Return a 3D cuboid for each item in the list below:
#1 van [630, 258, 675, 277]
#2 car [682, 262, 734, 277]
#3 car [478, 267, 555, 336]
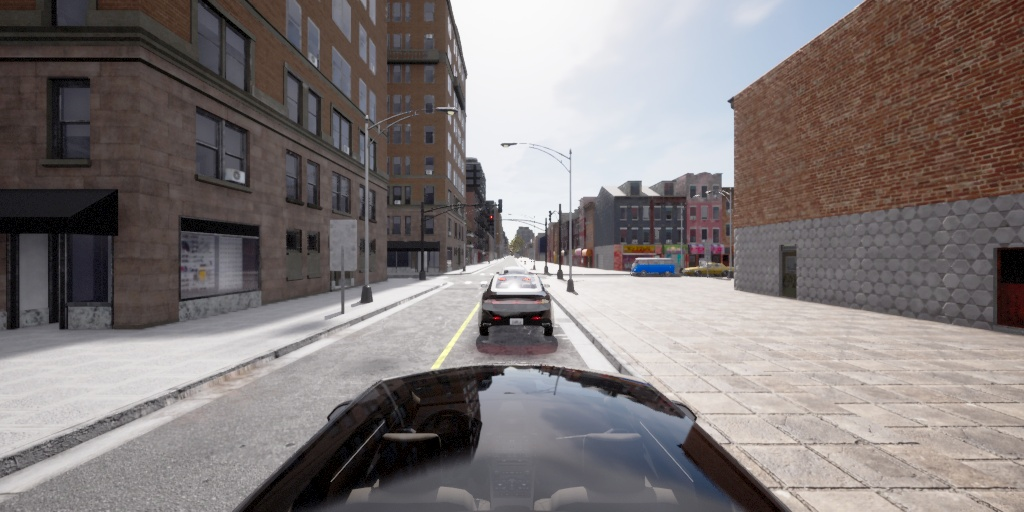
[{"bbox_3d":[13.764,1.087,35.073,3.998,1.789,1.690,0,0,0],"label":"van"},{"bbox_3d":[19.206,1.267,35.060,4.829,1.417,1.751,0,0,0],"label":"car"},{"bbox_3d":[0.105,1.241,10.370,2.128,1.511,4.902,0,0,0],"label":"car"}]
